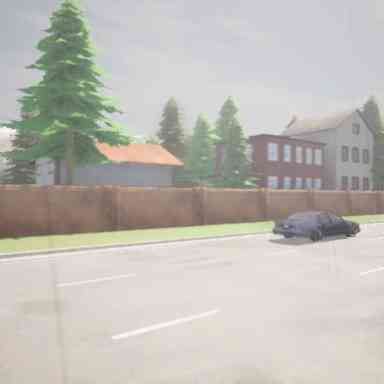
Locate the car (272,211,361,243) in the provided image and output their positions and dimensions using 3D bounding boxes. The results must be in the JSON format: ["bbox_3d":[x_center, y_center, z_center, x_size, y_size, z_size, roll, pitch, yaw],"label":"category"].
[{"bbox_3d":[6.427,1.666,16.927,5.357,1.411,2.033,1,0,-35],"label":"car"}]
